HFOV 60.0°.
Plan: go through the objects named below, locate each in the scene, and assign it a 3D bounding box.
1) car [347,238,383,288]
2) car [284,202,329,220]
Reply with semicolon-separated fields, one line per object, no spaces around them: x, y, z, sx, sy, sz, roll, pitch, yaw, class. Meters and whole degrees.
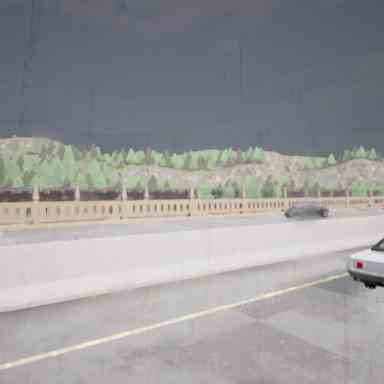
5.818;1.611;8.019;4.718;1.301;1.895;0;0;-36;car
9.959;1.560;28.626;4.674;1.442;1.812;0;0;-36;car
